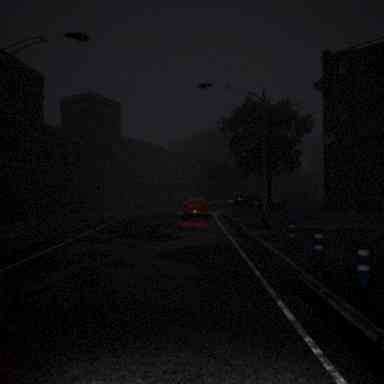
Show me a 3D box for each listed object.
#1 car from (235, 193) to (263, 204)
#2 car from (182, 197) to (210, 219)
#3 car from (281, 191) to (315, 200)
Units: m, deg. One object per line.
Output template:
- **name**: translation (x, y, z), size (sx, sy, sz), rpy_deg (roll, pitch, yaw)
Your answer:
- **car**: translation (7.158, 0.769, 41.366), size (1.994, 1.385, 4.181), rpy_deg (-2, 0, 45)
- **car**: translation (0.326, 1.143, 25.207), size (1.882, 1.535, 5.008), rpy_deg (0, 1, 3)
- **car**: translation (15.901, 0.485, 50.045), size (4.718, 1.301, 1.895), rpy_deg (-2, -1, -11)
